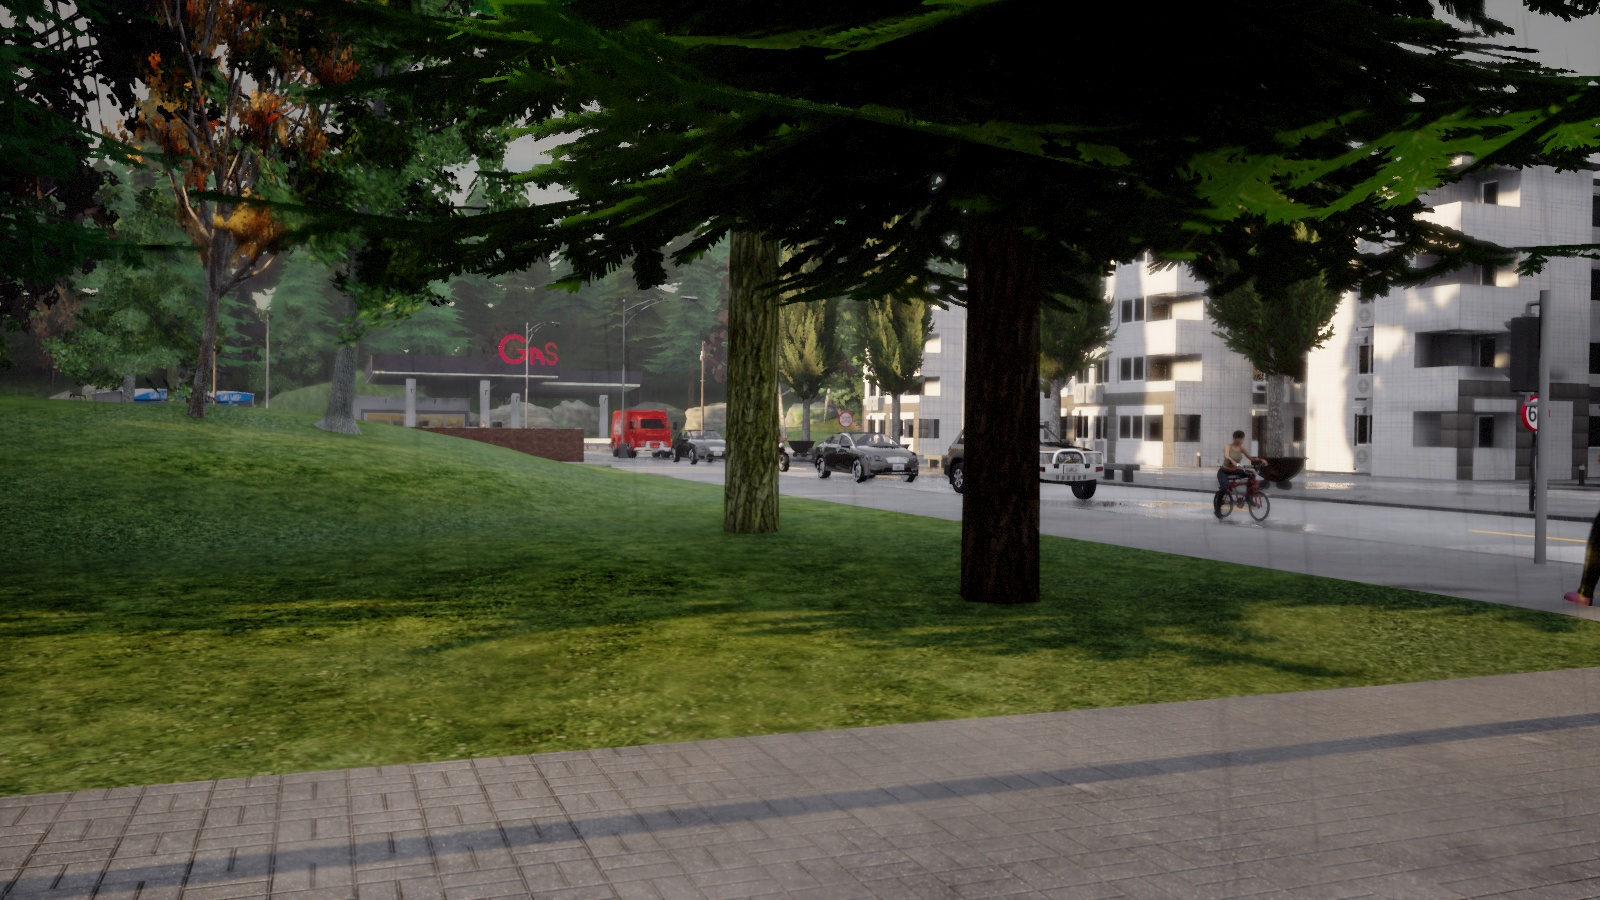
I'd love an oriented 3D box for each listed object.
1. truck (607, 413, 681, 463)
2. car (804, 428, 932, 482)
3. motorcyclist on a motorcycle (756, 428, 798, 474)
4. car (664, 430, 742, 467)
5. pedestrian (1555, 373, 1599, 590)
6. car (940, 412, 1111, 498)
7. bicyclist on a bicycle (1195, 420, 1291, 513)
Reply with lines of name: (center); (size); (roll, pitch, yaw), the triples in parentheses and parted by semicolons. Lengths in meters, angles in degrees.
truck: (-8.182, -0.668, 65.441); (2.627, 2.467, 5.204); (-1, 1, -21)
car: (1.986, 0.106, 38.546); (2.128, 1.511, 4.902); (-1, 1, -21)
motorcyclist on a motorcycle: (-0.862, 0.008, 46.062); (0.766, 1.649, 2.350); (-1, 1, -21)
car: (-4.336, -0.098, 55.233); (2.128, 1.511, 4.902); (-1, 1, -21)
pedestrian: (6.809, 0.263, 10.504); (0.328, 1.805, 0.869); (-1, 1, -13)
car: (5.250, 0.071, 29.922); (1.932, 1.855, 4.605); (-1, 1, -21)
bicyclist on a bicycle: (8.000, 0.278, 22.736); (0.866, 1.612, 1.509); (-1, 1, -20)
